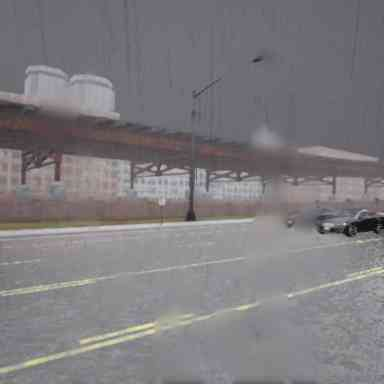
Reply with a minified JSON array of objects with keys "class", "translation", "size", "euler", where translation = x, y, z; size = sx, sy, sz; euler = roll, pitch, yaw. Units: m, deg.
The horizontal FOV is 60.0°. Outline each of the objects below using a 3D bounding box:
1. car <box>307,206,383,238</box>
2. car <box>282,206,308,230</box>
[{"class":"car","translation":[9.177,1.702,19.124],"size":[4.902,1.511,2.128],"euler":[1,0,-35]},{"class":"car","translation":[8.249,1.731,22.754],"size":[4.892,1.490,1.837],"euler":[1,0,-35]}]
